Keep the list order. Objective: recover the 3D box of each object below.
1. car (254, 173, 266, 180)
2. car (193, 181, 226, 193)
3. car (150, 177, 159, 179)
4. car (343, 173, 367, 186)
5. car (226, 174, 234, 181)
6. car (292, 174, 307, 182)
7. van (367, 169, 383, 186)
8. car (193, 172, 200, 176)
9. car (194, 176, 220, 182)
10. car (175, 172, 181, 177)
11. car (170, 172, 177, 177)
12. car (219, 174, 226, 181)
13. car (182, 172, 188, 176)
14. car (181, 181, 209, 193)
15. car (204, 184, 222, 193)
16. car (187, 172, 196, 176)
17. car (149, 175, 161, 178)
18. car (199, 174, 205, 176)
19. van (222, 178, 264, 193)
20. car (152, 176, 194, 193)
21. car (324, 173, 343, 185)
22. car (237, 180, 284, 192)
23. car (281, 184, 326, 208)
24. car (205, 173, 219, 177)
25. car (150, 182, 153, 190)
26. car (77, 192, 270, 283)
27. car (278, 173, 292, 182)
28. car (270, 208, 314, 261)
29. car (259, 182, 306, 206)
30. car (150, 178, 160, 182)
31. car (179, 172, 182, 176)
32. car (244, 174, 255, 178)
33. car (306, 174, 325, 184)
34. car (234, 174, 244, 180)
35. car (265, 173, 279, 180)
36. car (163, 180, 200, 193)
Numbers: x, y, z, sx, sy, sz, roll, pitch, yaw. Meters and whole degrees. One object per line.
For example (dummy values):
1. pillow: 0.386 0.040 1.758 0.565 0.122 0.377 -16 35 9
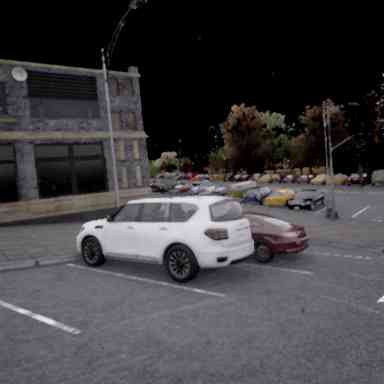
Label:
1. car: 13.946 -2.480 59.786 1.946 1.575 5.366 1 6 43
2. car: 2.738 -0.047 41.730 2.002 1.452 4.674 0 7 41
3. car: -9.543 -1.454 65.950 2.185 1.767 4.553 1 8 44
4. car: 22.218 -1.805 43.992 2.185 1.767 4.553 0 6 41
5. car: 9.803 -2.838 67.546 2.163 1.488 4.792 2 7 44
6. car: 17.967 -2.022 51.804 2.002 1.452 4.674 0 6 42
7. van: 23.619 -1.773 41.344 1.878 1.987 4.442 1 6 41
8. car: 3.439 -3.591 80.929 4.892 1.521 2.231 -8 6 -44
9. car: 1.883 -1.199 53.489 2.097 1.767 4.553 -7 6 -27
10. car: -1.464 -4.167 91.764 4.792 1.488 2.163 -8 6 -44
11. car: -2.843 -4.328 94.315 5.366 1.575 1.946 -8 7 -44
12. car: 8.539 -2.986 70.256 2.163 1.488 4.792 1 6 44
13. car: 0.973 -4.144 86.326 5.566 2.045 2.435 -8 6 -44
14. car: 1.301 -0.176 44.389 2.002 1.452 4.674 0 7 42
15. car: 4.167 0.044 39.073 2.231 1.521 4.892 0 7 41
16. car: 2.075 -3.726 83.493 5.366 1.575 1.946 -8 7 -44
17. car: -9.561 -2.448 77.152 2.097 1.767 4.553 -7 6 -24
18. car: 4.664 -3.567 78.213 4.553 1.767 2.185 -8 6 -44
19. van: 5.687 -0.070 36.502 1.878 1.987 4.442 -1 7 41
20. car: -2.897 -0.872 52.412 2.435 2.045 5.566 0 7 43
21. car: 20.928 -1.829 46.749 1.946 1.575 5.366 0 6 41
22. car: 7.077 0.173 33.767 2.185 1.767 4.553 -1 7 40
23. car: 9.931 0.590 28.515 2.163 1.488 4.792 0 7 40
24. car: 5.947 -3.298 75.560 2.097 1.535 5.008 1 6 45
25. car: -4.262 -0.756 55.102 2.097 1.535 5.008 0 7 43
26. car: -0.953 1.165 9.664 5.566 2.045 2.435 -1 0 35
27. car: 16.569 -2.152 54.411 2.002 1.452 4.674 0 6 42
28. car: 1.553 1.410 11.380 4.674 1.452 2.002 -1 0 35
29. car: 8.718 0.390 31.319 1.946 1.575 5.366 -1 7 40
30. car: -6.930 -1.038 60.511 2.097 1.535 5.008 1 8 44
31. car: -0.274 -4.010 89.010 4.792 1.488 2.163 -8 7 -44
32. car: 12.490 -2.722 62.291 2.185 1.767 4.553 1 7 43
33. car: 19.261 -1.919 49.061 1.946 1.575 5.366 1 6 42
34. car: 11.132 -2.731 64.919 2.097 1.535 5.008 1 6 44
35. car: 15.158 -2.446 56.994 2.185 1.767 4.553 1 6 43
36. car: -1.501 -0.443 49.729 2.002 1.452 4.674 0 8 42
